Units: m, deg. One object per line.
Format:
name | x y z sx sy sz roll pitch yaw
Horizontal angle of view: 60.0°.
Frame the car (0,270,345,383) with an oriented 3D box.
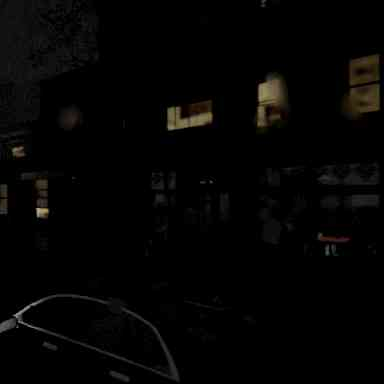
car | -0.771 1.549 3.559 4.403 1.369 2.008 0 0 36
